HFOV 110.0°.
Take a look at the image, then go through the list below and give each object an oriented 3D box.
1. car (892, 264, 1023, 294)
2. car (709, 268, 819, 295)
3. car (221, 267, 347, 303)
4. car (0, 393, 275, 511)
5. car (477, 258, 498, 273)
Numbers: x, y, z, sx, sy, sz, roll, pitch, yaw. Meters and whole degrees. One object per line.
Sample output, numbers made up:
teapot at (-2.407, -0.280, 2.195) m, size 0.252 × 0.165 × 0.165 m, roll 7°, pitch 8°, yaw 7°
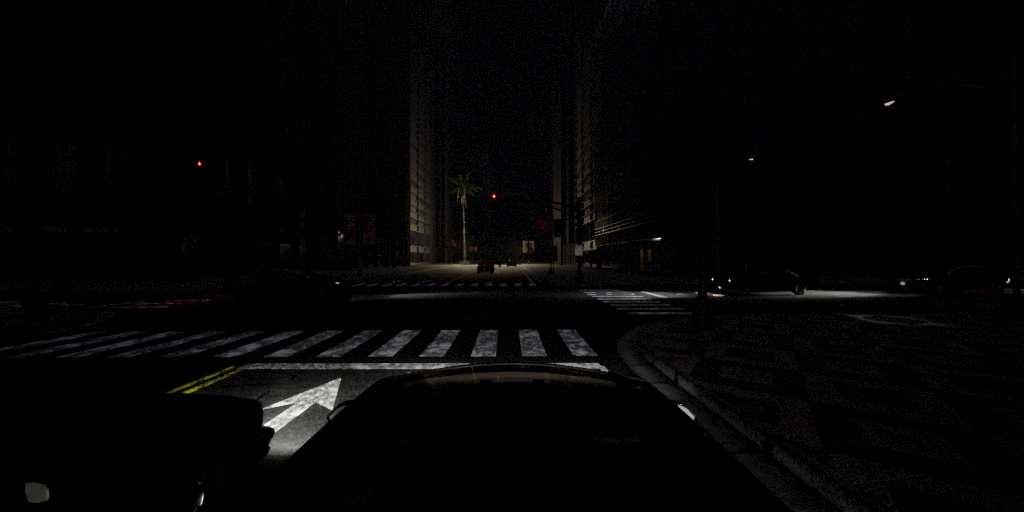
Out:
car at (23.002, 1.173, 18.900) m, size 4.902 × 1.511 × 2.128 m, roll 0°, pitch 0°, yaw -1°
car at (12.996, 1.316, 18.734) m, size 4.718 × 1.301 × 1.895 m, roll 0°, pitch 0°, yaw -2°
car at (-10.354, 1.260, 16.612) m, size 4.902 × 1.511 × 2.128 m, roll 0°, pitch 0°, yaw -21°
car at (-3.176, 1.297, 0.710) m, size 2.033 × 1.411 × 5.357 m, roll 0°, pitch 0°, yaw 4°
car at (-3.236, 1.344, 44.790) m, size 2.128 × 1.511 × 4.902 m, roll 0°, pitch 0°, yaw 0°
